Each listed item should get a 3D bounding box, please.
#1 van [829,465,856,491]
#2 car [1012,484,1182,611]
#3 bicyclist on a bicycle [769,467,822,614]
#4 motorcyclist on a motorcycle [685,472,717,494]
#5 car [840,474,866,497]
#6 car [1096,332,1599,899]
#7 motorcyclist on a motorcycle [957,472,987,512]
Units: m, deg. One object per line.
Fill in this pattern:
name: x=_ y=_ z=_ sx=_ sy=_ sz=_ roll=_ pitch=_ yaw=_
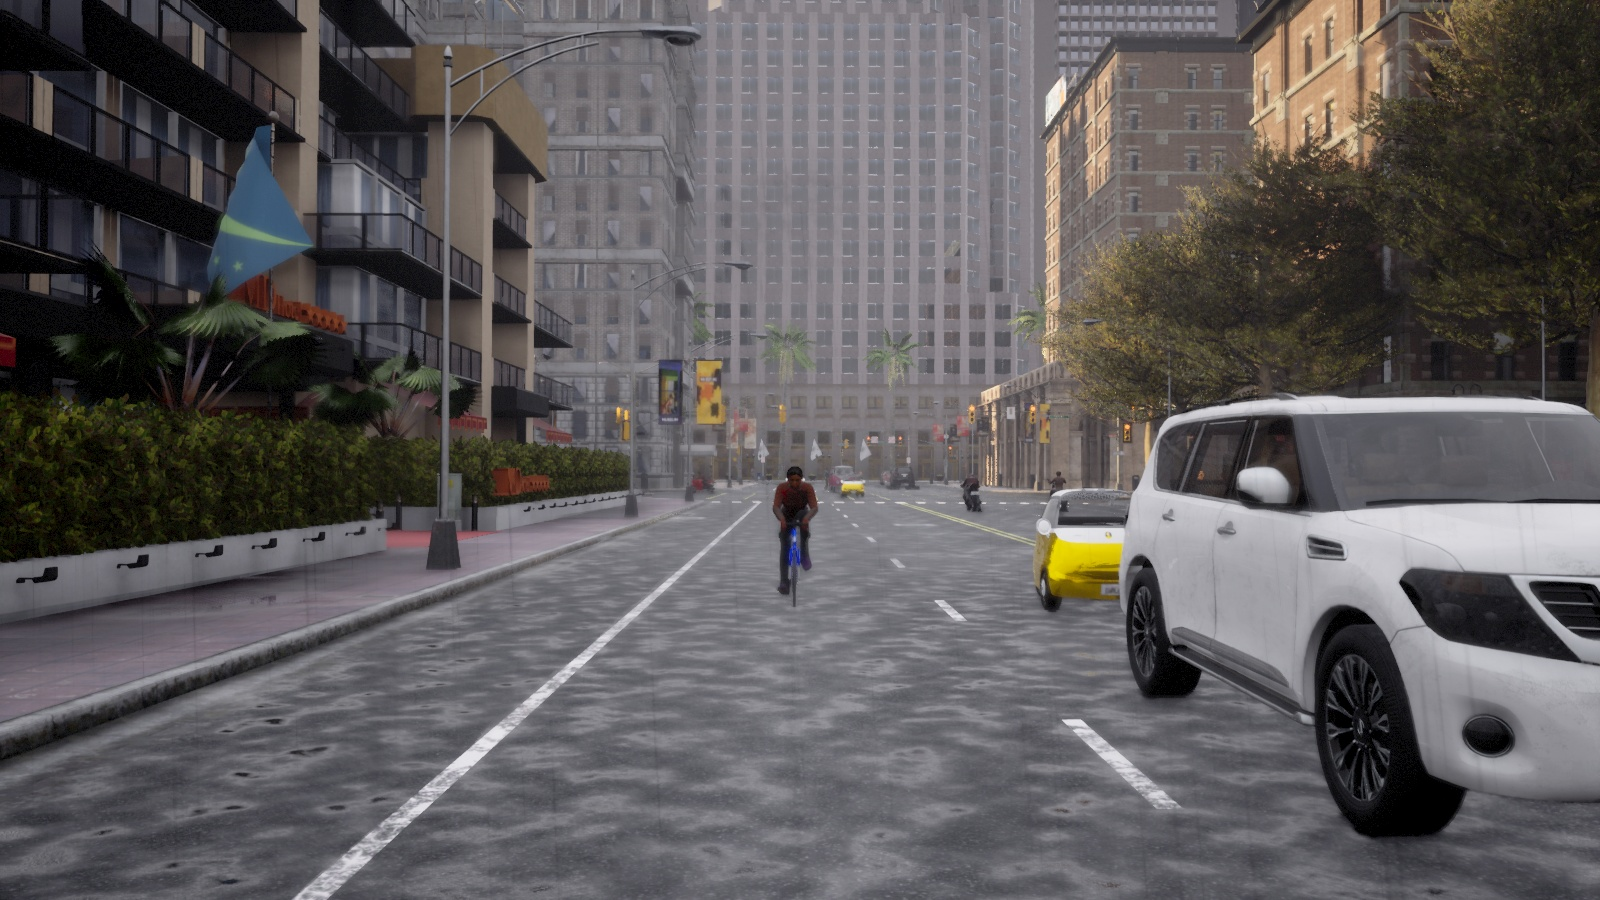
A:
van: x=3.304 y=2.200 z=98.260 sx=1.775 sy=1.987 sz=4.442 roll=0 pitch=-1 yaw=-3
car: x=3.445 y=1.105 z=14.898 sx=1.481 sy=1.376 sz=2.207 roll=0 pitch=-1 yaw=0
bicyclist on a bicycle: x=-0.055 y=1.015 z=14.732 sx=0.582 sy=1.620 sz=1.656 roll=0 pitch=-1 yaw=0
motorcyclist on a motorcycle: x=-6.917 y=2.290 z=87.475 sx=2.044 sy=1.523 sz=0.797 roll=0 pitch=-2 yaw=-30
car: x=3.225 y=2.136 z=76.363 sx=1.481 sy=1.376 sz=2.207 roll=0 pitch=-1 yaw=0
car: x=3.470 y=0.641 z=7.276 sx=2.150 sy=2.045 sz=5.566 roll=0 pitch=-1 yaw=0
motorcyclist on a motorcycle: x=6.820 y=1.657 z=49.830 sx=0.866 sy=1.530 sz=2.191 roll=0 pitch=-1 yaw=0
